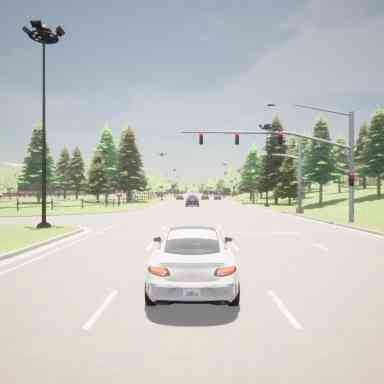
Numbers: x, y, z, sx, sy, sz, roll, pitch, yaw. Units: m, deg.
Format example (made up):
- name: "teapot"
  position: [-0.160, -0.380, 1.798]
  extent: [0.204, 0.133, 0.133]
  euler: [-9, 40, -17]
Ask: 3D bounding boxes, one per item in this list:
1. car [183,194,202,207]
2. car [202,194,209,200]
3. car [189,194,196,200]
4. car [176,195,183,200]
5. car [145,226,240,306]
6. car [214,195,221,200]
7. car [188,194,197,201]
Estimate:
- name: "car"
  position: [0.070, 1.352, 51.757]
  extent: [2.097, 1.767, 4.553]
  euler: [0, 0, 0]
- name: "car"
  position: [3.625, 1.355, 93.199]
  extent: [2.097, 1.767, 4.553]
  euler: [0, 0, 0]
- name: "car"
  position: [0.125, 1.332, 92.820]
  extent: [1.837, 1.490, 4.892]
  euler: [0, 0, 0]
- name: "car"
  position: [-3.375, 1.552, 93.205]
  extent: [1.994, 1.385, 4.181]
  euler: [0, 0, 0]
- name: "car"
  position: [0.017, 1.526, 7.884]
  extent: [1.812, 1.442, 4.674]
  euler: [0, 0, 0]
- name: "car"
  position: [7.125, 1.525, 93.224]
  extent: [2.128, 1.511, 4.902]
  euler: [0, 0, 0]
- name: "car"
  position: [0.111, 1.347, 82.787]
  extent: [2.097, 1.767, 4.553]
  euler: [0, 0, 0]
